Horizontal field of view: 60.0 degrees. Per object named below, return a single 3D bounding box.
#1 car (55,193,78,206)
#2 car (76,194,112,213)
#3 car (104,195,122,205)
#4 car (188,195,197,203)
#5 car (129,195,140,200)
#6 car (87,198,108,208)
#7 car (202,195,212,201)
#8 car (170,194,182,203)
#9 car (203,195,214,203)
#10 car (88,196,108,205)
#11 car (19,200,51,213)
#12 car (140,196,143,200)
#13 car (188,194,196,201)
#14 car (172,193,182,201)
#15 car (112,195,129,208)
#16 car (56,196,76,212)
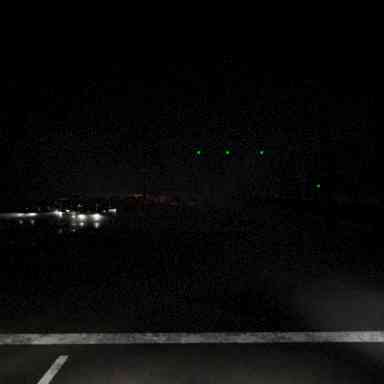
[{"bbox_3d":[-17.562,1.237,47.692,2.150,2.045,5.566,0,0,1],"label":"car"},{"bbox_3d":[-10.578,1.364,36.236,2.097,1.767,4.553,0,0,0],"label":"car"},{"bbox_3d":[-14.037,1.372,59.659,2.097,1.767,4.553,0,0,0],"label":"car"},{"bbox_3d":[0.023,1.527,68.076,1.837,1.490,4.892,0,0,0],"label":"car"},{"bbox_3d":[-10.561,1.372,55.519,2.097,1.767,4.553,0,0,0],"label":"car"},{"bbox_3d":[-14.064,1.580,49.638,1.994,1.385,4.181,0,0,0],"label":"car"},{"bbox_3d":[3.527,1.398,78.495,2.033,1.411,5.357,0,0,0],"label":"car"},{"bbox_3d":[-3.477,1.527,68.077,1.837,1.490,4.892,0,0,0],"label":"car"},{"bbox_3d":[3.523,1.570,68.075,2.033,1.411,5.357,0,0,0],"label":"car"},{"bbox_3d":[-17.512,1.568,62.171,2.033,1.411,5.357,0,0,1],"label":"car"},{"bbox_3d":[-17.575,1.576,37.394,1.994,1.385,4.181,0,0,0],"label":"car"},{"bbox_3d":[-10.476,1.523,68.725,1.837,1.490,4.892,0,0,0],"label":"car"},{"bbox_3d":[0.027,1.336,78.496,1.882,1.535,5.008,0,0,0],"label":"car"},{"bbox_3d":[-3.473,1.213,78.468,2.097,1.767,4.553,0,0,0],"label":"car"},{"bbox_3d":[-10.576,1.562,45.708,2.033,1.411,5.357,0,0,0],"label":"car"},{"bbox_3d":[-14.070,1.518,39.771,1.837,1.490,4.892,0,0,0],"label":"car"}]
